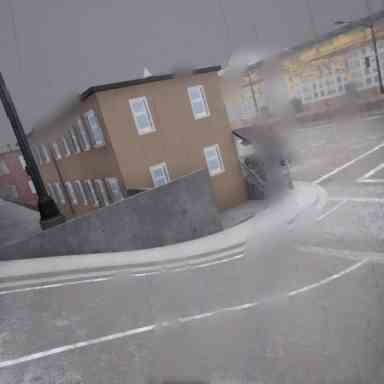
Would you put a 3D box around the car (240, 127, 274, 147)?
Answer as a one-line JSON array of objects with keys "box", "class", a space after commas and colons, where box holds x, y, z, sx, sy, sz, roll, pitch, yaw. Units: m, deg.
[{"box": [9.223, -7.870, 47.285, 2.150, 2.045, 5.566, -23, 13, -32], "class": "car"}]

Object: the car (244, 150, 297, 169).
[{"box": [6.411, -2.809, 27.795, 1.837, 1.490, 4.892, -23, 13, -32], "class": "car"}]
